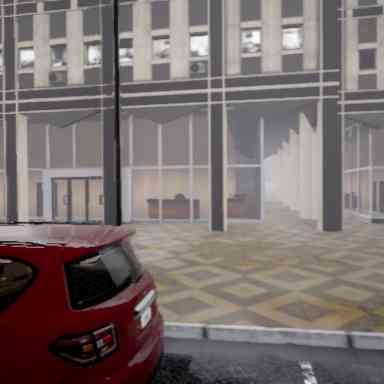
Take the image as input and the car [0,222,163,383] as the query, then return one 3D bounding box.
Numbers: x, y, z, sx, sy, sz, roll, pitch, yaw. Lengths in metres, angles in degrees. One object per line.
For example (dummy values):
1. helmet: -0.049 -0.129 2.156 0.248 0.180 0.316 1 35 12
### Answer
1. car: -2.794 1.302 3.571 5.009 1.841 2.192 -1 1 10
